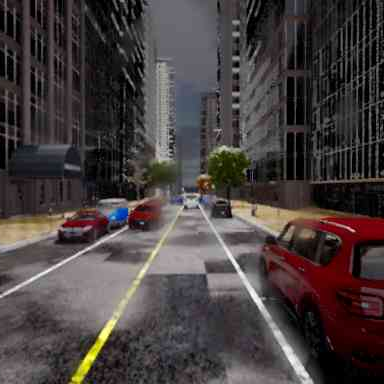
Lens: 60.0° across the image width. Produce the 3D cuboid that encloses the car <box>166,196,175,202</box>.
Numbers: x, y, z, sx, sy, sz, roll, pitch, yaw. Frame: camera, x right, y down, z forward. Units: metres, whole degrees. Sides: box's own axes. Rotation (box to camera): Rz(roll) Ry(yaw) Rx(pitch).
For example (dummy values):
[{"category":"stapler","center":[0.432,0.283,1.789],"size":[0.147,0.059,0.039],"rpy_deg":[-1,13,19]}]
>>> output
[{"category":"car","center":[-5.446,1.742,84.762],"size":[2.008,1.369,4.403],"rpy_deg":[-1,0,0]}]

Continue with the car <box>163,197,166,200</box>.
[{"category":"car","center":[-5.400,1.654,50.872],"size":[1.887,1.381,4.507],"rpy_deg":[-1,0,0]}]

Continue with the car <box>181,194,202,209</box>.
[{"category":"car","center":[-0.051,1.327,48.477],"size":[2.150,2.045,5.566],"rpy_deg":[0,0,1]}]

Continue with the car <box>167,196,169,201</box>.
[{"category":"car","center":[-5.407,1.562,56.520],"size":[1.967,1.590,4.097],"rpy_deg":[-1,0,0]}]

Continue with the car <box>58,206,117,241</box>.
[{"category":"car","center":[-5.349,1.616,16.980],"size":[1.802,1.307,4.206],"rpy_deg":[-1,0,0]}]

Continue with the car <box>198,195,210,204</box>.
[{"category":"car","center":[2.455,1.465,67.859],"size":[2.192,1.841,5.009],"rpy_deg":[-1,0,0]}]

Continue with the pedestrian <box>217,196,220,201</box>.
[{"category":"pedestrian","center":[2.701,1.366,34.586],"size":[0.375,1.860,0.375],"rpy_deg":[-1,1,0]}]

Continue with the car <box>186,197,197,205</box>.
[{"category":"car","center":[-0.091,1.691,64.967],"size":[2.033,1.411,5.357],"rpy_deg":[0,0,0]}]

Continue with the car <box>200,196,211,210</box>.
[{"category":"car","center":[2.491,1.647,45.265],"size":[2.008,1.369,4.403],"rpy_deg":[-1,0,0]}]

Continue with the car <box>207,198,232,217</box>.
[{"category":"car","center":[2.705,1.571,31.651],"size":[1.837,1.490,4.892],"rpy_deg":[0,0,0]}]

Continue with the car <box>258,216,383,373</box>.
[{"category":"car","center":[2.510,1.327,5.724],"size":[2.192,1.841,5.009],"rpy_deg":[-1,0,0]}]

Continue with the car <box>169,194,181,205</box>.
[{"category":"car","center":[-2.866,1.357,62.174],"size":[2.150,2.045,5.566],"rpy_deg":[0,0,1]}]

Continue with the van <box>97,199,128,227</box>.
[{"category":"van","center":[-5.361,1.387,22.628],"size":[1.690,1.788,3.998],"rpy_deg":[-1,0,0]}]

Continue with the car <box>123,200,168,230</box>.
[{"category":"car","center":[-2.880,1.522,21.660],"size":[1.882,1.535,5.008],"rpy_deg":[0,0,0]}]

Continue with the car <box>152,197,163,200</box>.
[{"category":"car","center":[-5.389,1.678,45.222],"size":[1.802,1.307,4.206],"rpy_deg":[-1,0,0]}]
